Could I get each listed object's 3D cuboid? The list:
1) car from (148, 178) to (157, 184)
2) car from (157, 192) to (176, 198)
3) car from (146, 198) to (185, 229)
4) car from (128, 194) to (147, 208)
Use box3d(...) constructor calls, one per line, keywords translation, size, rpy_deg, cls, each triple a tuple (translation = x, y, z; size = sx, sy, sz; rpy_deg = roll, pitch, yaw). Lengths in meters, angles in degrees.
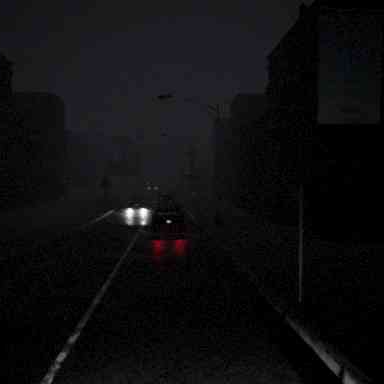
box3d(translation=(-9.295, -2.501, 78.119), size=(2.097, 1.767, 4.553), rpy_deg=(-1, 4, -5), cls="car")
box3d(translation=(-2.956, 0.735, 38.705), size=(1.837, 1.490, 4.892), rpy_deg=(-1, 3, -5), cls="car")
box3d(translation=(-1.484, 1.373, 20.617), size=(2.128, 1.511, 4.902), rpy_deg=(-1, 1, -5), cls="car")
box3d(translation=(-6.033, 0.935, 37.109), size=(1.895, 1.301, 4.718), rpy_deg=(0, 3, -5), cls="car")
